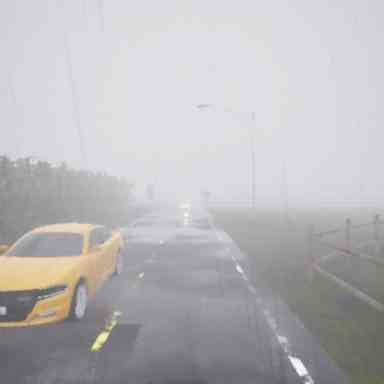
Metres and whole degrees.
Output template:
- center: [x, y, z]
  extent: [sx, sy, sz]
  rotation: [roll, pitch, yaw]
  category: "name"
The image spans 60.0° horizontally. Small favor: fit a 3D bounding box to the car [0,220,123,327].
- center: [-2.850, 1.469, 7.397]
  extent: [1.882, 1.535, 5.008]
  rotation: [0, 0, 0]
  category: "car"
